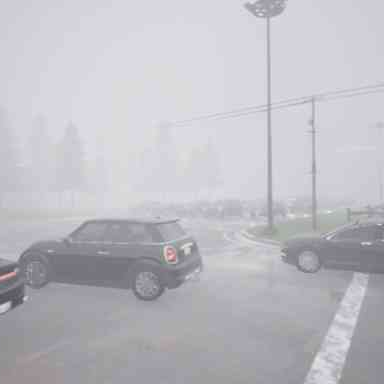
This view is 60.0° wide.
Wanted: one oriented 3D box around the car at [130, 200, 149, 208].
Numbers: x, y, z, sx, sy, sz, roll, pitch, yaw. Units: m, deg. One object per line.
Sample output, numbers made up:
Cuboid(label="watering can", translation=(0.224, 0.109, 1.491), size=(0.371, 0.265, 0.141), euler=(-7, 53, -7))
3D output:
Cuboid(label="car", translation=(-4.936, 1.693, 37.145), size=(1.837, 1.490, 4.892), euler=(-1, 0, 37))

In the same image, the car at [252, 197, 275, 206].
Cuboid(label="car", translation=(13.038, 1.618, 60.526), size=(2.128, 1.511, 4.902), euler=(-1, 0, 38))

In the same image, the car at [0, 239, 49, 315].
Cuboid(label="car", translation=(-5.236, 1.557, 5.406), size=(4.902, 1.511, 2.128), euler=(0, -1, 9))

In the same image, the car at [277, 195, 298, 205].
Cuboid(label="car", translation=(17.306, 1.440, 60.410), size=(2.097, 1.767, 4.553), euler=(-1, 0, 38))

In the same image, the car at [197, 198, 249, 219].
Cuboid(label="car", translation=(2.868, 1.445, 30.046), size=(2.097, 1.767, 4.553), euler=(-1, 0, 37))

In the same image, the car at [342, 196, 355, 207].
Cuboid(label="car", translation=(24.156, 1.475, 52.116), size=(1.882, 1.535, 5.008), euler=(-1, 0, 38))

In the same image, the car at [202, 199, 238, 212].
Cuboid(label="car", translation=(3.633, 1.684, 42.635), size=(2.033, 1.411, 5.357), euler=(-1, 0, 37))

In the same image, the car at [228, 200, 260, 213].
Cuboid(label="car", translation=(6.371, 1.705, 40.452), size=(1.895, 1.301, 4.718), euler=(-1, 0, 37))

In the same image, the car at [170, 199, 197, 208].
Cuboid(label="car", translation=(0.563, 1.671, 32.823), size=(2.033, 1.411, 5.357), euler=(-1, 0, 37))

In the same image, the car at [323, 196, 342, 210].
Cuboid(label="car", translation=(17.956, 1.619, 44.068), size=(1.895, 1.301, 4.718), euler=(-1, 0, 38))

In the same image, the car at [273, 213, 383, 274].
Cuboid(label="car", translation=(4.903, 1.497, 9.020), size=(4.892, 1.490, 1.837), euler=(-1, 0, 35))

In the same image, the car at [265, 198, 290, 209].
Cuboid(label="car", translation=(12.438, 1.609, 48.371), size=(1.812, 1.442, 4.674), euler=(-1, 0, 38))

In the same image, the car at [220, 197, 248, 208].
Cuboid(label="car", translation=(6.687, 1.640, 52.332), size=(2.128, 1.511, 4.902), euler=(-1, 0, 38))

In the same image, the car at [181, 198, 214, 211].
Cuboid(label="car", translation=(0.813, 1.646, 44.704), size=(1.882, 1.535, 5.008), euler=(-1, 0, 38))

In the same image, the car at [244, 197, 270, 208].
Cuboid(label="car", translation=(9.958, 1.592, 50.867), size=(1.882, 1.535, 5.008), euler=(-1, 0, 38))

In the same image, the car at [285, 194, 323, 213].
Cuboid(label="car", translation=(12.461, 1.389, 36.902), size=(2.097, 1.767, 4.553), euler=(-1, 0, 37))

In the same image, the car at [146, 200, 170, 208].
Cuboid(label="car", translation=(-2.208, 1.757, 34.952), size=(1.895, 1.301, 4.718), euler=(-1, 0, 37))

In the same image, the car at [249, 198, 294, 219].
Cuboid(label="car", translation=(6.904, 1.548, 29.619), size=(2.128, 1.511, 4.902), euler=(-1, 0, 37))

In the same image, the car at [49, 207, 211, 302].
Cuboid(label="car", translation=(-2.088, 1.400, 8.392), size=(4.553, 1.767, 2.097), euler=(-1, 0, 21))
